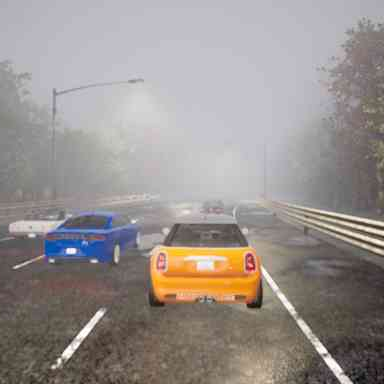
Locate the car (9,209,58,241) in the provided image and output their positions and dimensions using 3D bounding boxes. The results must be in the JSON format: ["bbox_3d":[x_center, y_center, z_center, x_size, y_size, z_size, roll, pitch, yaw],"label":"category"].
[{"bbox_3d":[-6.300,1.447,15.591,1.895,1.301,4.718,0,1,4],"label":"car"}]

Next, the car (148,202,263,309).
[{"bbox_3d":[0.325,1.280,7.914,2.097,1.767,4.553,0,1,2],"label":"car"}]

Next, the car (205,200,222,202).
[{"bbox_3d":[1.691,1.309,26.525,2.033,1.411,5.357,0,1,8],"label":"car"}]

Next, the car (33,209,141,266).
[{"bbox_3d":[-3.040,1.371,11.190,1.882,1.535,5.008,0,1,3],"label":"car"}]
